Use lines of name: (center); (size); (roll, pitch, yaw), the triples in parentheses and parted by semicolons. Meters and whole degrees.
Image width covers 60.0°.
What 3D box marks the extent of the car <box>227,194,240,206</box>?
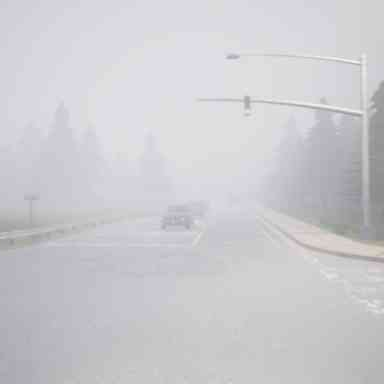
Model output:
car: (7.395, 1.356, 59.935); (2.150, 2.045, 5.566); (-1, 0, 8)

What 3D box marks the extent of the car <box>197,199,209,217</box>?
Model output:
car: (0.176, 1.635, 32.470); (2.128, 1.511, 4.902); (-1, 0, 7)

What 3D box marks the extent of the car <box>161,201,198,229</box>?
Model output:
car: (-0.892, 1.624, 22.877); (1.837, 1.490, 4.892); (-1, 0, 6)

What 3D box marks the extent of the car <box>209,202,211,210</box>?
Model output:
car: (1.363, 1.672, 42.276); (1.837, 1.490, 4.892); (-1, 0, 8)
